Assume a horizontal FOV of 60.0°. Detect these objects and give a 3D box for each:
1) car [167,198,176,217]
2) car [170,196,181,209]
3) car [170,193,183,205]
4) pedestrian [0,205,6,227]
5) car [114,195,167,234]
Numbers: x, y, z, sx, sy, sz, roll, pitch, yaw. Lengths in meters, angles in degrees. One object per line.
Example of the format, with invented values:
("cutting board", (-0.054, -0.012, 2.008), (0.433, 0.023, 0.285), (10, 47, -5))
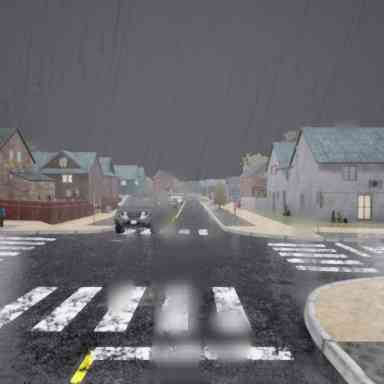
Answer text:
("car", (-2.874, 1.547, 30.940), (1.994, 1.385, 4.181), (0, 0, 0))
("car", (-2.883, 1.538, 43.697), (1.994, 1.385, 4.181), (0, 0, 0))
("car", (-2.806, 1.176, 60.098), (2.150, 2.045, 5.566), (0, 0, 0))
("pedestrian", (-9.697, 1.240, 17.027), (0.500, 1.100, 0.500), (0, 0, 1))
("car", (-2.875, 1.193, 19.146), (2.150, 2.045, 5.566), (0, -1, 0))
